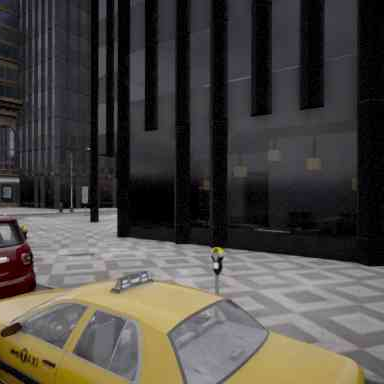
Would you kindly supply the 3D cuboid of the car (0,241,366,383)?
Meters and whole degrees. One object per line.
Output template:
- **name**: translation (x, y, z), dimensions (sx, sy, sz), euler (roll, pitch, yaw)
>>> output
- **car**: translation (-0.814, 1.525, 3.531), dimensions (4.829, 1.417, 1.752), euler (0, 0, 35)

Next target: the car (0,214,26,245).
- **car**: translation (-5.109, 1.313, 6.560), dimensions (5.009, 1.841, 2.192), euler (0, 0, 35)
